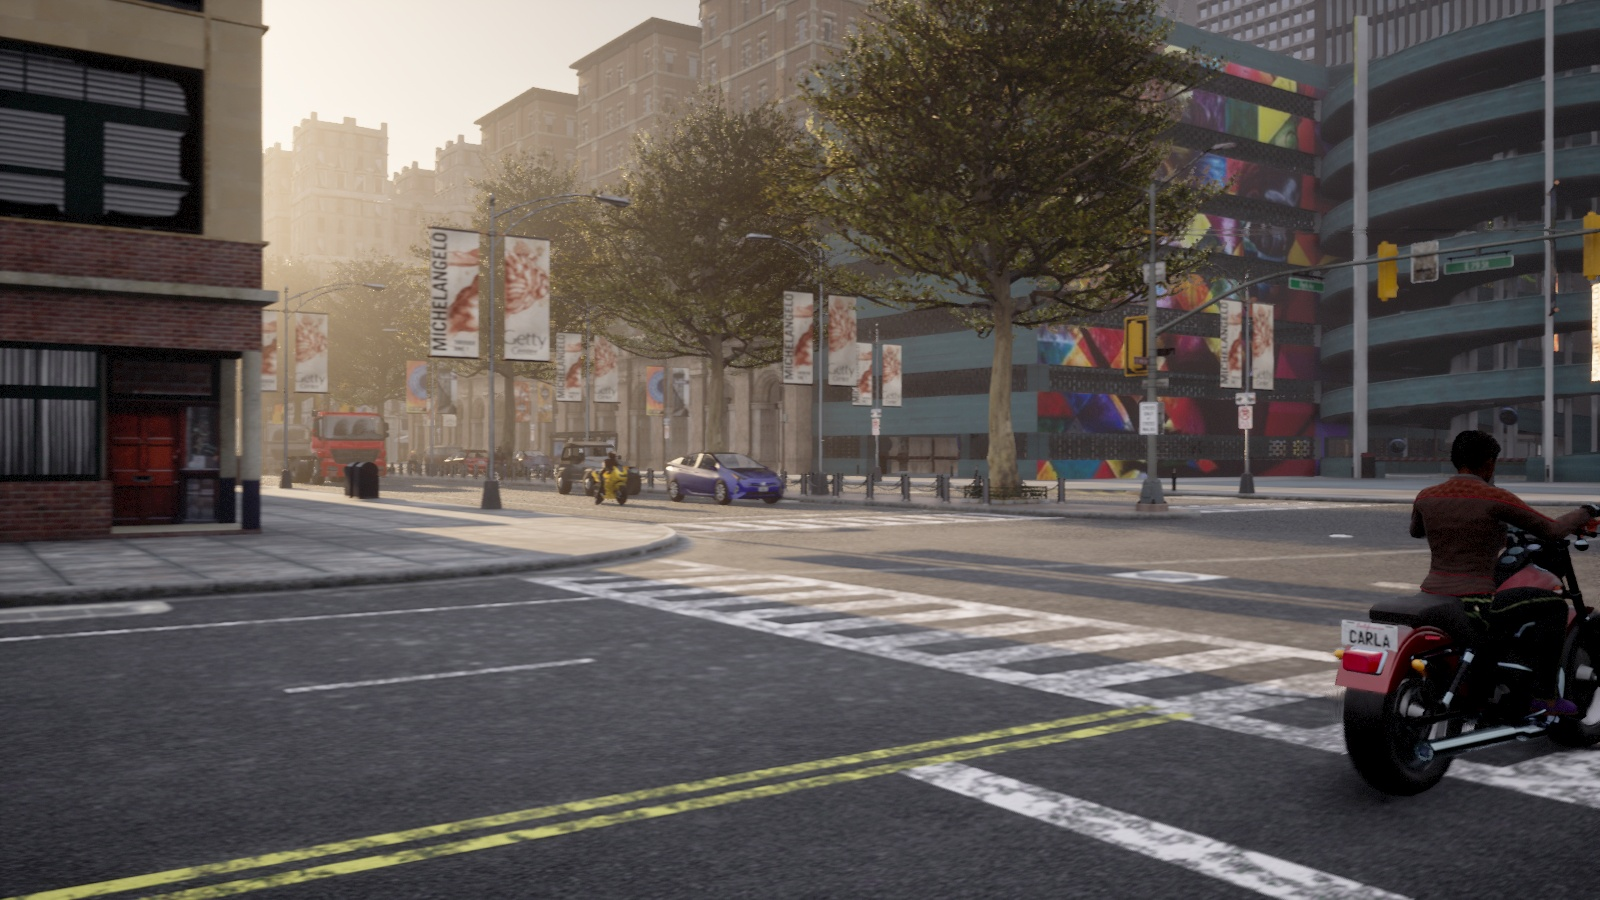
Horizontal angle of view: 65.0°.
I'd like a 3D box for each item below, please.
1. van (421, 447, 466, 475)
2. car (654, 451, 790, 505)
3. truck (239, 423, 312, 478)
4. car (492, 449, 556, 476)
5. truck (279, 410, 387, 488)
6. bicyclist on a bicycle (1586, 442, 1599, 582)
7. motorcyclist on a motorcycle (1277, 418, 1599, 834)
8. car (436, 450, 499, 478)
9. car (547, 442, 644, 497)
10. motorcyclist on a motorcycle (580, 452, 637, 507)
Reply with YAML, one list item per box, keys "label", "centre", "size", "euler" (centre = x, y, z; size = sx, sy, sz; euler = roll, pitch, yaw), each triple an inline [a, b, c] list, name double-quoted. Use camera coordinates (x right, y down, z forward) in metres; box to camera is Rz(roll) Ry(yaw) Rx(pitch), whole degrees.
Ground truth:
- label: "van"
  centre: [-25.841, 0.775, 90.876]
  size: [1.775, 1.987, 4.442]
  euler: [0, 0, -35]
- label: "car"
  centre: [-2.398, 0.789, 37.551]
  size: [2.007, 1.525, 4.514]
  euler: [0, 0, -35]
- label: "truck"
  centre: [-35.279, 0.044, 84.305]
  size: [2.891, 3.462, 7.936]
  euler: [0, 0, -35]
- label: "car"
  centre: [-17.350, 0.753, 78.781]
  size: [2.152, 1.651, 5.027]
  euler: [0, 0, -35]
- label: "truck"
  centre: [-22.311, -0.043, 59.742]
  size: [2.891, 3.462, 7.936]
  euler: [0, 0, -35]
- label: "bicyclist on a bicycle"
  centre: [10.032, 0.713, 14.906]
  size: [1.656, 1.620, 0.582]
  euler: [0, 0, -35]
- label: "motorcyclist on a motorcycle"
  centre: [3.313, 0.703, 5.965]
  size: [2.350, 1.649, 0.766]
  euler: [0, 0, -35]
- label: "car"
  centre: [-20.457, 0.821, 77.116]
  size: [2.242, 1.667, 4.611]
  euler: [0, 0, -35]
- label: "car"
  centre: [-7.274, 0.665, 44.419]
  size: [1.905, 1.878, 3.866]
  euler: [0, 0, -34]
- label: "motorcyclist on a motorcycle"
  centre: [-5.465, 0.826, 35.744]
  size: [0.797, 1.523, 2.044]
  euler: [0, 0, -35]
